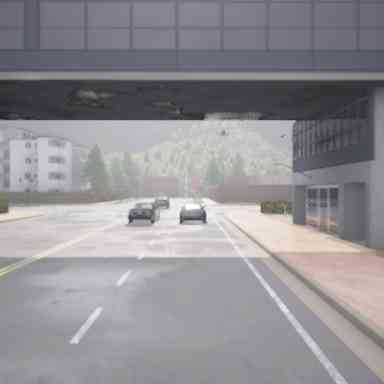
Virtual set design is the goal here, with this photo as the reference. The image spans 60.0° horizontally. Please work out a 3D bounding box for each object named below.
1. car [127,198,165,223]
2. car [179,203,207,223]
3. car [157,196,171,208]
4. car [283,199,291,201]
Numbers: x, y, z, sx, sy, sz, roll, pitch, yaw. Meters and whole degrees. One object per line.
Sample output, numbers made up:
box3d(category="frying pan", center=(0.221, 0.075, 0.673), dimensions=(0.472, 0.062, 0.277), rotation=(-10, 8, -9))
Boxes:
box3d(category="car", center=(-3.447, 1.442, 24.503), dimensions=(2.033, 1.411, 5.357), rotation=(0, 0, 1))
box3d(category="car", center=(0.066, 1.458, 24.556), dimensions=(1.994, 1.385, 4.181), rotation=(0, 0, 0))
box3d(category="car", center=(-3.850, 1.303, 43.642), dimensions=(2.128, 1.511, 4.902), rotation=(0, 0, -2))
box3d(category="car", center=(11.284, 1.407, 36.381), dimensions=(4.181, 1.385, 1.994), rotation=(0, 0, 1))
